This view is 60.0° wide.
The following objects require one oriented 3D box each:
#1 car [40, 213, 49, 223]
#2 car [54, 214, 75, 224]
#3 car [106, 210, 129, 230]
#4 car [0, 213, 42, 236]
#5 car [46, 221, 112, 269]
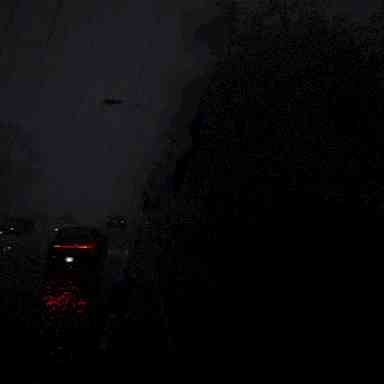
[{"bbox_3d":[-20.070,3.455,43.037,2.033,1.411,5.357,3,-3,-9],"label":"car"},{"bbox_3d":[-16.619,3.609,43.601,1.994,1.385,4.181,3,-3,-9],"label":"car"},{"bbox_3d":[-8.481,3.273,37.334,2.097,1.767,4.553,3,-3,-9],"label":"car"},{"bbox_3d":[-13.774,2.598,25.843,2.033,1.411,5.357,3,-3,-9],"label":"car"},{"bbox_3d":[-4.583,2.179,13.760,1.837,1.490,4.892,3,-3,-9],"label":"car"}]
